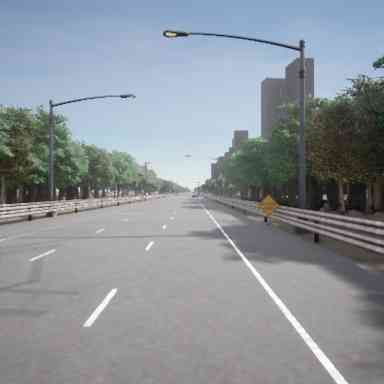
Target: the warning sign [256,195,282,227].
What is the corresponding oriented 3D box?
[{"bbox_3d":[4.554,1.101,19.760,1.300,1.860,1.060,0,0,0],"label":"warning sign"}]
